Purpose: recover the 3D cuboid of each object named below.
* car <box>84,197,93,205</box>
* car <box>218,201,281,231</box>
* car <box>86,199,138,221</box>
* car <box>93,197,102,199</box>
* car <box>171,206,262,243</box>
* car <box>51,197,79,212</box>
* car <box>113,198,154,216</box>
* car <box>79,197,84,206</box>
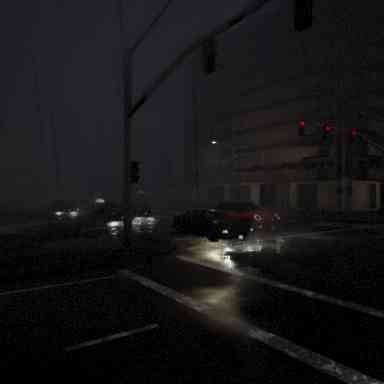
[{"bbox_3d":[-19.939,1.547,58.931,2.128,1.511,4.902,0,0,-35],"label":"car"},{"bbox_3d":[3.147,1.405,20.079,2.097,1.767,4.553,0,0,-35],"label":"car"},{"bbox_3d":[-6.941,1.603,28.222,2.033,1.411,5.357,0,0,-35],"label":"car"},{"bbox_3d":[-17.988,1.581,62.237,1.812,1.442,4.674,0,0,-34],"label":"car"},{"bbox_3d":[0.815,1.597,16.768,2.033,1.411,5.357,0,0,-30],"label":"car"},{"bbox_3d":[-15.914,1.533,40.874,1.882,1.535,5.008,0,0,-35],"label":"car"},{"bbox_3d":[-5.746,1.602,32.583,2.033,1.411,5.357,0,0,-35],"label":"car"},{"bbox_3d":[-18.811,1.603,51.094,2.033,1.411,5.357,0,0,-35],"label":"car"}]
